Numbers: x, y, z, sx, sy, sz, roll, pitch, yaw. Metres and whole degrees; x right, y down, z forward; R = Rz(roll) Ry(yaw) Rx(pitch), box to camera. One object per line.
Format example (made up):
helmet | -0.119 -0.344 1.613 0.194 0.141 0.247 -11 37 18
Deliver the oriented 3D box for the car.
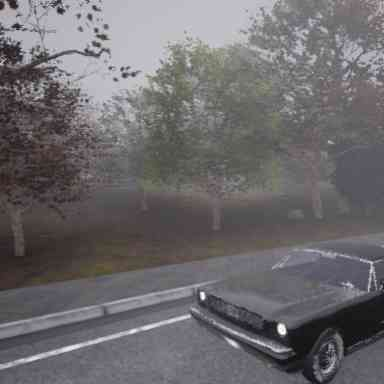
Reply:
car | 2.322 1.578 5.455 4.718 1.301 1.895 0 0 -35
